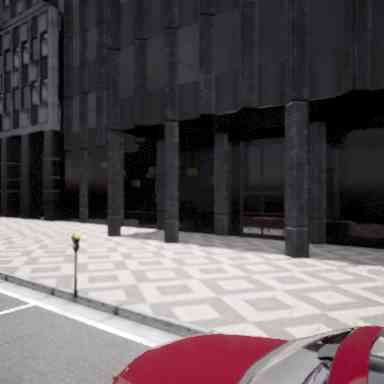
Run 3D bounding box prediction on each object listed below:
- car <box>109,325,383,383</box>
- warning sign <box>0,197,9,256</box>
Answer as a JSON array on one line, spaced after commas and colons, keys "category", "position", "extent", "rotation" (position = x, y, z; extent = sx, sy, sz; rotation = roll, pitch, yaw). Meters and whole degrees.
[{"category": "car", "position": [1.189, 1.582, 1.999], "extent": [4.206, 1.307, 1.802], "rotation": [0, 0, 35]}, {"category": "warning sign", "position": [-6.773, 1.113, 10.625], "extent": [1.060, 1.860, 1.300], "rotation": [0, 0, 35]}]
